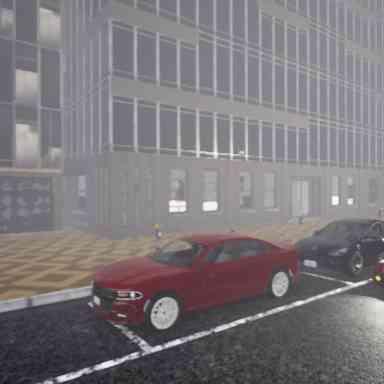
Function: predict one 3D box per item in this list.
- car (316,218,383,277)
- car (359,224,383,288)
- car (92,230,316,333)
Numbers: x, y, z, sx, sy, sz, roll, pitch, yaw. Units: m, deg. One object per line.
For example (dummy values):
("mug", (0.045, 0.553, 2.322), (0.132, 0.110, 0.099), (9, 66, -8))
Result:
("car", (4.912, 1.503, 10.059), (4.313, 1.339, 1.947), (0, 0, -35))
("car", (5.983, 1.504, 7.646), (4.181, 1.385, 1.994), (0, 0, -35))
("car", (0.277, 1.519, 6.754), (4.507, 1.381, 1.887), (0, 0, -35))
